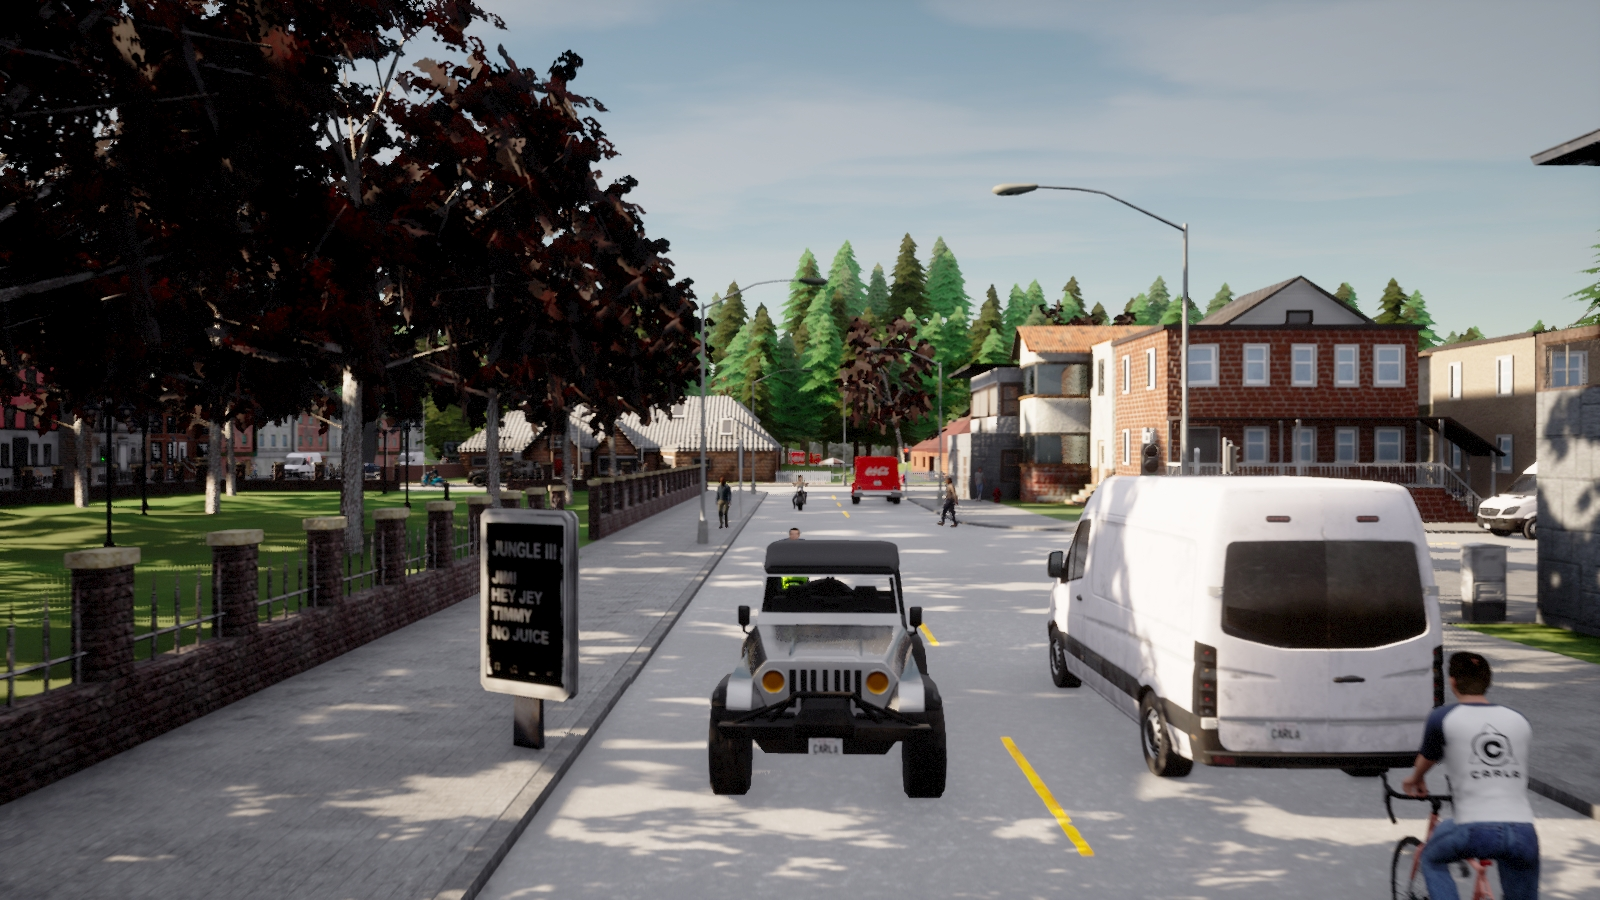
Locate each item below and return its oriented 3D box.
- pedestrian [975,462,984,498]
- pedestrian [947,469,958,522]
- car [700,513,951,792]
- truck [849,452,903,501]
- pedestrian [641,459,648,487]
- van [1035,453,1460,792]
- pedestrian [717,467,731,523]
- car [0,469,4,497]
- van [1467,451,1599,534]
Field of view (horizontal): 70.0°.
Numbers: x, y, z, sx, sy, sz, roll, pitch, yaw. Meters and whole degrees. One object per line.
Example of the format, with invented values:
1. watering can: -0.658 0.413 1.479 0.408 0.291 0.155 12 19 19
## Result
1. pedestrian: 9.218 1.524 58.535 0.375 1.860 0.375 0 0 -7
2. pedestrian: 5.448 1.628 40.829 0.375 1.860 0.375 0 0 1
3. car: 0.285 1.637 10.594 1.905 1.878 3.866 0 0 3
4. truck: 3.965 1.348 60.578 2.627 2.467 5.204 0 0 1
5. pedestrian: -10.415 1.525 76.494 0.375 1.860 0.375 0 0 0
6. van: 3.999 1.314 11.617 1.988 2.561 5.915 0 0 0
7. pedestrian: -2.586 1.525 38.891 0.375 1.860 0.375 0 0 15
8. car: -45.287 1.827 61.009 2.128 1.511 4.902 0 0 0
9. van: 24.710 1.314 36.242 5.915 2.561 1.988 0 0 0
